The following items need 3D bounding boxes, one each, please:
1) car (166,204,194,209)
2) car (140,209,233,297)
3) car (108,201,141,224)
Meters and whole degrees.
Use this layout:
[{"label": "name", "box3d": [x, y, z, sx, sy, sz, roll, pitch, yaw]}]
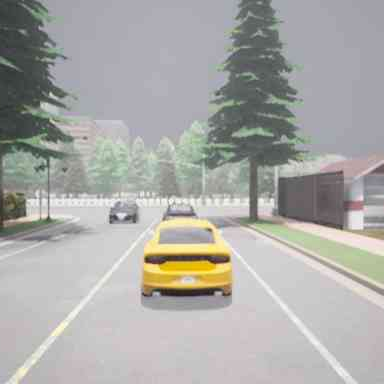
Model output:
[{"label": "car", "box3d": [-0.674, 1.402, 18.027, 2.128, 1.511, 4.902, 0, 0, -4]}, {"label": "car", "box3d": [-0.158, 1.435, 8.544, 1.882, 1.535, 5.008, 0, 0, -2]}, {"label": "car", "box3d": [-4.718, 1.375, 23.704, 2.128, 1.511, 4.902, 0, 0, -5]}]
